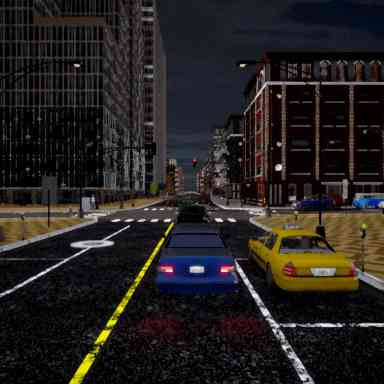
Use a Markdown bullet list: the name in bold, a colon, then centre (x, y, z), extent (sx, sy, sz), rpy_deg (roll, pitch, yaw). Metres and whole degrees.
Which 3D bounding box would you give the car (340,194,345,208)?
- **car**: centre (15.297, 1.094, 38.994), extent (5.009, 1.841, 2.192), rpy_deg (-1, 1, -1)

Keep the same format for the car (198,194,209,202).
- **car**: centre (2.532, 1.320, 74.630), extent (2.192, 1.841, 5.009), rpy_deg (0, 0, 0)

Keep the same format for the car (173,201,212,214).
- **car**: centre (0.075, 1.505, 18.687), extent (1.837, 1.490, 4.892), rpy_deg (0, 0, 0)

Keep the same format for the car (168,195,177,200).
- **car**: centre (-5.355, 1.558, 91.406), extent (2.008, 1.369, 4.403), rpy_deg (0, 0, 0)

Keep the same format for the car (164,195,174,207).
- **car**: centre (-2.854, 1.565, 50.157), extent (1.994, 1.385, 4.181), rpy_deg (0, 0, 0)

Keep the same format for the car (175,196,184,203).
- **car**: centre (-2.782, 1.528, 73.416), extent (1.812, 1.442, 4.674), rpy_deg (0, 0, 0)

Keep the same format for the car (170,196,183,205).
- **car**: centre (-2.842, 1.494, 62.062), extent (2.128, 1.511, 4.902), rpy_deg (0, 0, 0)

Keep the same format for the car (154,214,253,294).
- **car**: centre (0.093, 1.547, 8.945), extent (2.033, 1.411, 5.357), rpy_deg (0, 0, 0)

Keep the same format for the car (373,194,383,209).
- **car**: centre (23.072, 1.213, 36.628), extent (4.674, 1.442, 1.812), rpy_deg (-1, 0, 0)

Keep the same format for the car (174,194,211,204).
- **car**: centre (0.242, 1.325, 37.851), extent (2.097, 1.767, 4.553), rpy_deg (-1, 0, -33)

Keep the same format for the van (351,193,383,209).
- **van**: centre (20.953, 1.050, 39.056), extent (3.998, 1.788, 1.690), rpy_deg (-1, 1, -1)

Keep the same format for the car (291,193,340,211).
- **car**: centre (13.270, 1.162, 36.492), extent (4.553, 1.767, 2.097), rpy_deg (-1, 0, -1)

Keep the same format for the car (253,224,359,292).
- **car**: centre (2.560, 1.525, 8.798), extent (1.752, 1.417, 4.829), rpy_deg (0, 0, 0)

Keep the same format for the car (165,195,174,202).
- **car**: centre (-5.351, 1.550, 80.220), extent (1.887, 1.381, 4.507), rpy_deg (0, 0, 0)

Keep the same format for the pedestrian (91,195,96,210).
- **pedestrian**: centre (-12.366, 1.270, 41.628), extent (0.375, 1.860, 0.375), rpy_deg (0, 1, -1)

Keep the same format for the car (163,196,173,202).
- **car**: centre (-5.348, 1.555, 74.627), extent (2.008, 1.369, 4.403), rpy_deg (0, 0, 0)

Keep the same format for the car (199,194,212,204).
- **car**: centre (2.537, 1.318, 63.445), extent (2.192, 1.841, 5.009), rpy_deg (0, 0, 0)
